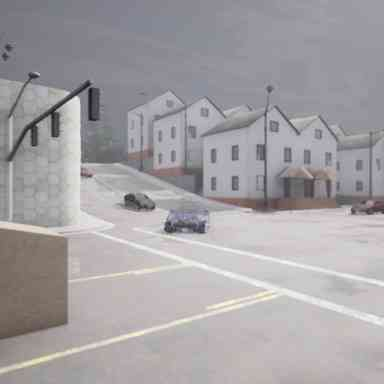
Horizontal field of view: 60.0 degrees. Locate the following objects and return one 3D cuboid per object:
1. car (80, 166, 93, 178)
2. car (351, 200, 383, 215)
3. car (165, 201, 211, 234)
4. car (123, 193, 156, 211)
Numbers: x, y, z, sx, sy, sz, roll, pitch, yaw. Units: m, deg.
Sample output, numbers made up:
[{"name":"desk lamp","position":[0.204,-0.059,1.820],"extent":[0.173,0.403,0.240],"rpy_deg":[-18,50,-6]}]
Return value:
[{"name":"car","position":[-15.939,-2.951,48.516],"extent":[1.895,1.301,4.718],"rpy_deg":[0,13,-34]},{"name":"car","position":[18.107,1.535,33.913],"extent":[4.674,1.442,1.812],"rpy_deg":[0,0,-35]},{"name":"car","position":[-0.069,1.354,19.188],"extent":[2.097,1.767,4.553],"rpy_deg":[0,0,8]},{"name":"car","position":[-5.275,0.905,32.976],"extent":[1.837,1.490,4.892],"rpy_deg":[0,6,-35]}]
